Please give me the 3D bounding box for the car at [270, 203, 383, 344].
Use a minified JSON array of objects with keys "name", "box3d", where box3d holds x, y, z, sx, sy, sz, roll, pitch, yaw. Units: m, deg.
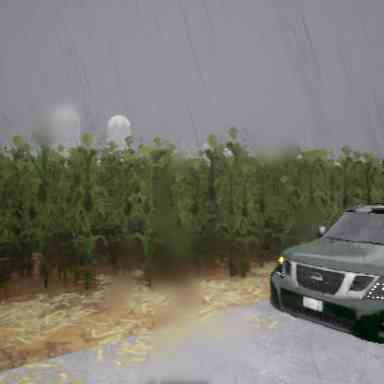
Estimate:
[{"name":"car","box3d":[3.956,1.253,6.382,5.566,2.045,2.150,0,0,-36]}]
